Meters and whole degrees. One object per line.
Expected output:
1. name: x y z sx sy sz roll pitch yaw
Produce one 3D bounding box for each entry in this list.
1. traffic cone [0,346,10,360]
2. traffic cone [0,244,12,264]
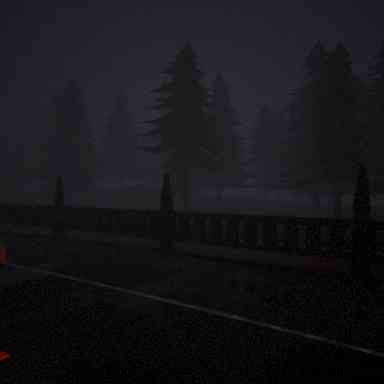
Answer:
1. traffic cone: -2.697 1.938 4.465 0.340 0.580 0.340 0 0 35
2. traffic cone: -5.867 1.915 10.377 0.340 0.580 0.340 0 0 35
